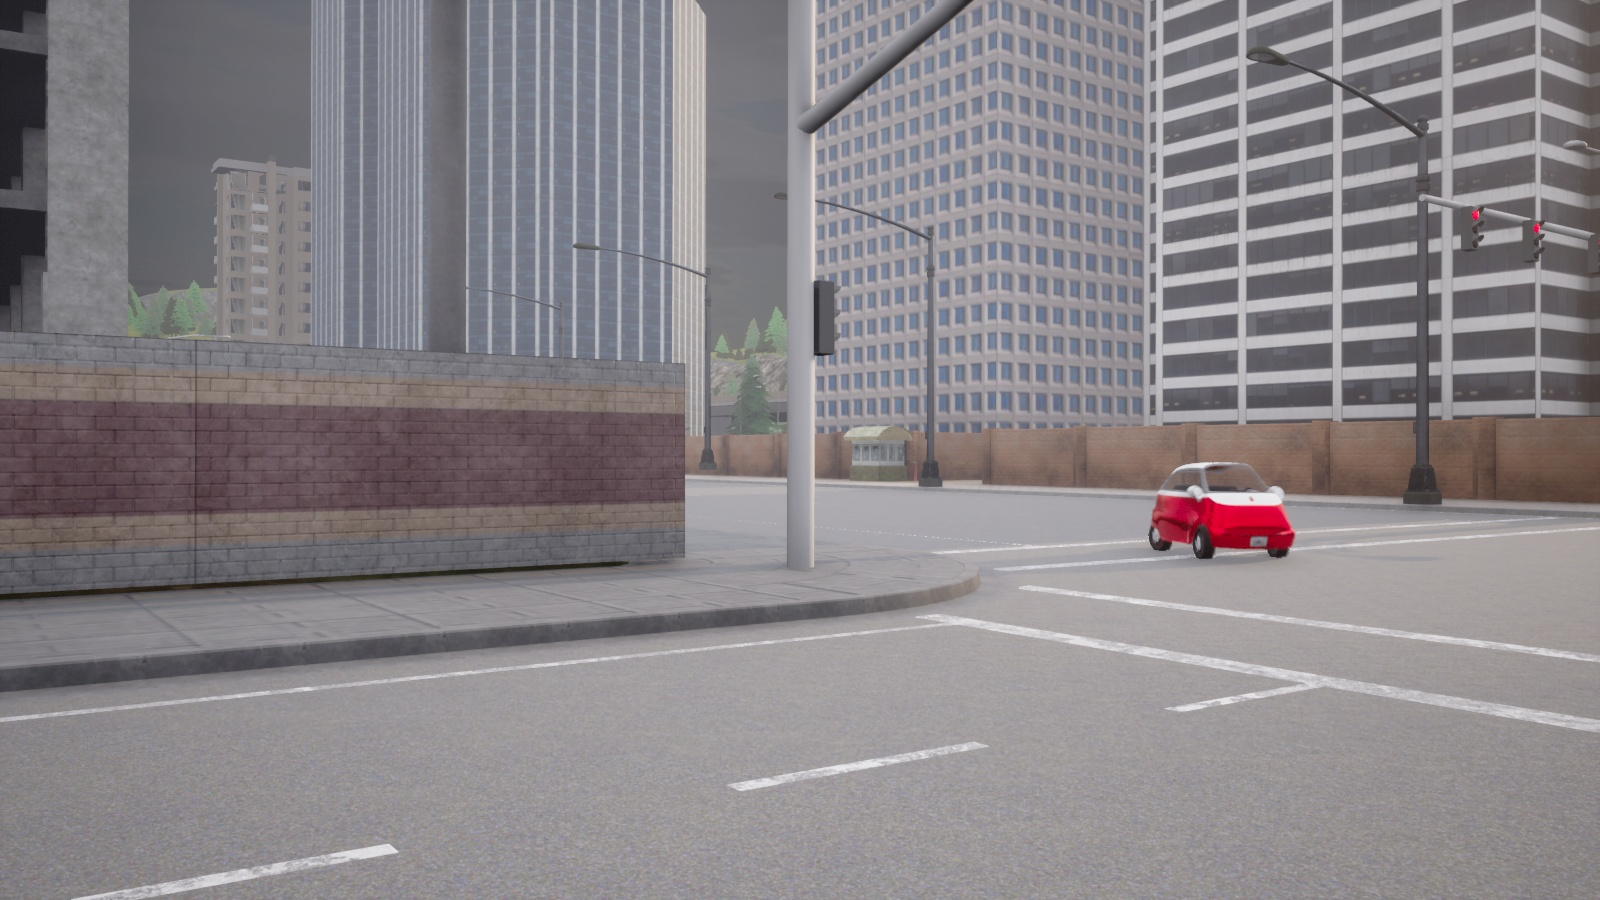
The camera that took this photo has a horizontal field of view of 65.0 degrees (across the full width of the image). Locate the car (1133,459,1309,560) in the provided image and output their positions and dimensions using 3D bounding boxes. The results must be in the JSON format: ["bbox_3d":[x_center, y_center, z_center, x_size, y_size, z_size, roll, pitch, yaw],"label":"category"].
[{"bbox_3d":[6.122,0.832,18.445,1.481,1.376,2.207,1,-1,-14],"label":"car"}]
